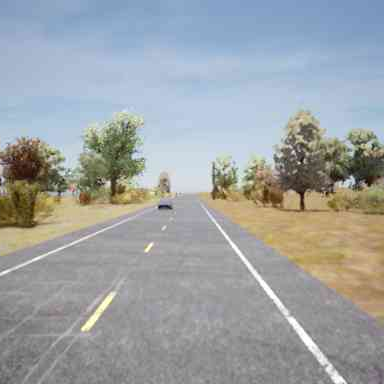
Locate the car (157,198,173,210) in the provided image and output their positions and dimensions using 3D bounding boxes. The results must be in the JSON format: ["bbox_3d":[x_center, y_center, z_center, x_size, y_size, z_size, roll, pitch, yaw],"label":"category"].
[{"bbox_3d":[-3.514,1.572,44.678,2.033,1.411,5.357,0,0,0],"label":"car"}]
